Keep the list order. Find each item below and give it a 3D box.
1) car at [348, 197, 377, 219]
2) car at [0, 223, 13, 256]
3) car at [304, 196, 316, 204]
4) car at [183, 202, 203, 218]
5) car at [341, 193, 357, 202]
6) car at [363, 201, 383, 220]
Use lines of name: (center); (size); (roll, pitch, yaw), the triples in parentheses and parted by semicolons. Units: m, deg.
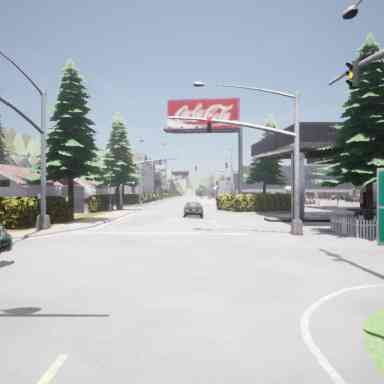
car: (14.317, 1.505, 24.957); (3.866, 1.878, 1.905); (0, 0, 0)
car: (-8.515, 1.349, 10.162); (5.566, 2.045, 2.150); (-3, -1, 6)
car: (22.368, 1.552, 64.040); (1.970, 1.475, 3.806); (0, 0, 0)
car: (0.110, 1.632, 31.447); (2.033, 1.411, 5.357); (2, 0, -1)
car: (34.755, 1.490, 71.858); (2.007, 1.523, 4.514); (0, 0, 0)
car: (18.631, 1.672, 30.636); (4.611, 1.667, 2.242); (0, 0, 0)
